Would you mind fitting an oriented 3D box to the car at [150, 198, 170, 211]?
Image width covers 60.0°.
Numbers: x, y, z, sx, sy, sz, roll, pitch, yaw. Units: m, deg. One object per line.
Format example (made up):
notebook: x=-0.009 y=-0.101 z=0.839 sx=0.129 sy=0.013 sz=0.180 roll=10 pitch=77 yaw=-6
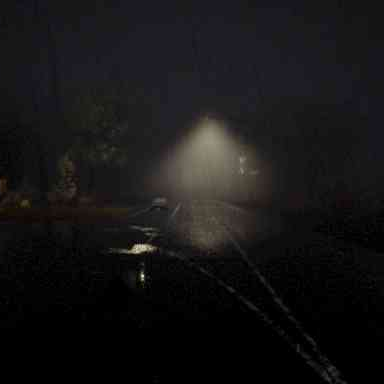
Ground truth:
car: x=-3.515 y=1.372 z=37.259 sx=2.033 sy=1.411 sz=5.357 roll=0 pitch=0 yaw=0
